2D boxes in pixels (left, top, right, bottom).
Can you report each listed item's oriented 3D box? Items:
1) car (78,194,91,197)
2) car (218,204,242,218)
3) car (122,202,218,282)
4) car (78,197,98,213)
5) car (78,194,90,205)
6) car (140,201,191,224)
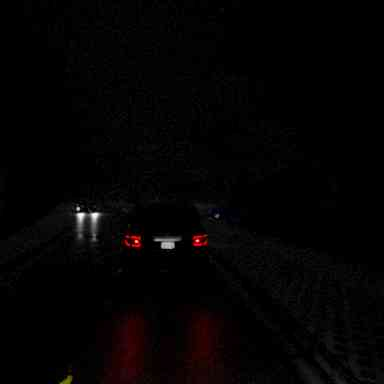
[{"bbox_3d":[-16.467,1.571,51.327,1.882,1.535,5.008,1,0,-19],"label":"car"},{"bbox_3d":[3.704,1.931,33.686,5.008,1.535,1.882,1,-3,-17],"label":"car"},{"bbox_3d":[-0.901,1.301,10.220,2.150,2.045,5.566,0,0,-7],"label":"car"},{"bbox_3d":[-12.156,1.620,38.911,1.812,1.442,4.674,1,0,-19],"label":"car"},{"bbox_3d":[-21.358,1.369,65.880,2.150,2.045,5.566,1,-1,-18],"label":"car"},{"bbox_3d":[-2.031,1.631,27.197,1.882,1.535,5.008,-3,-1,24],"label":"car"}]
